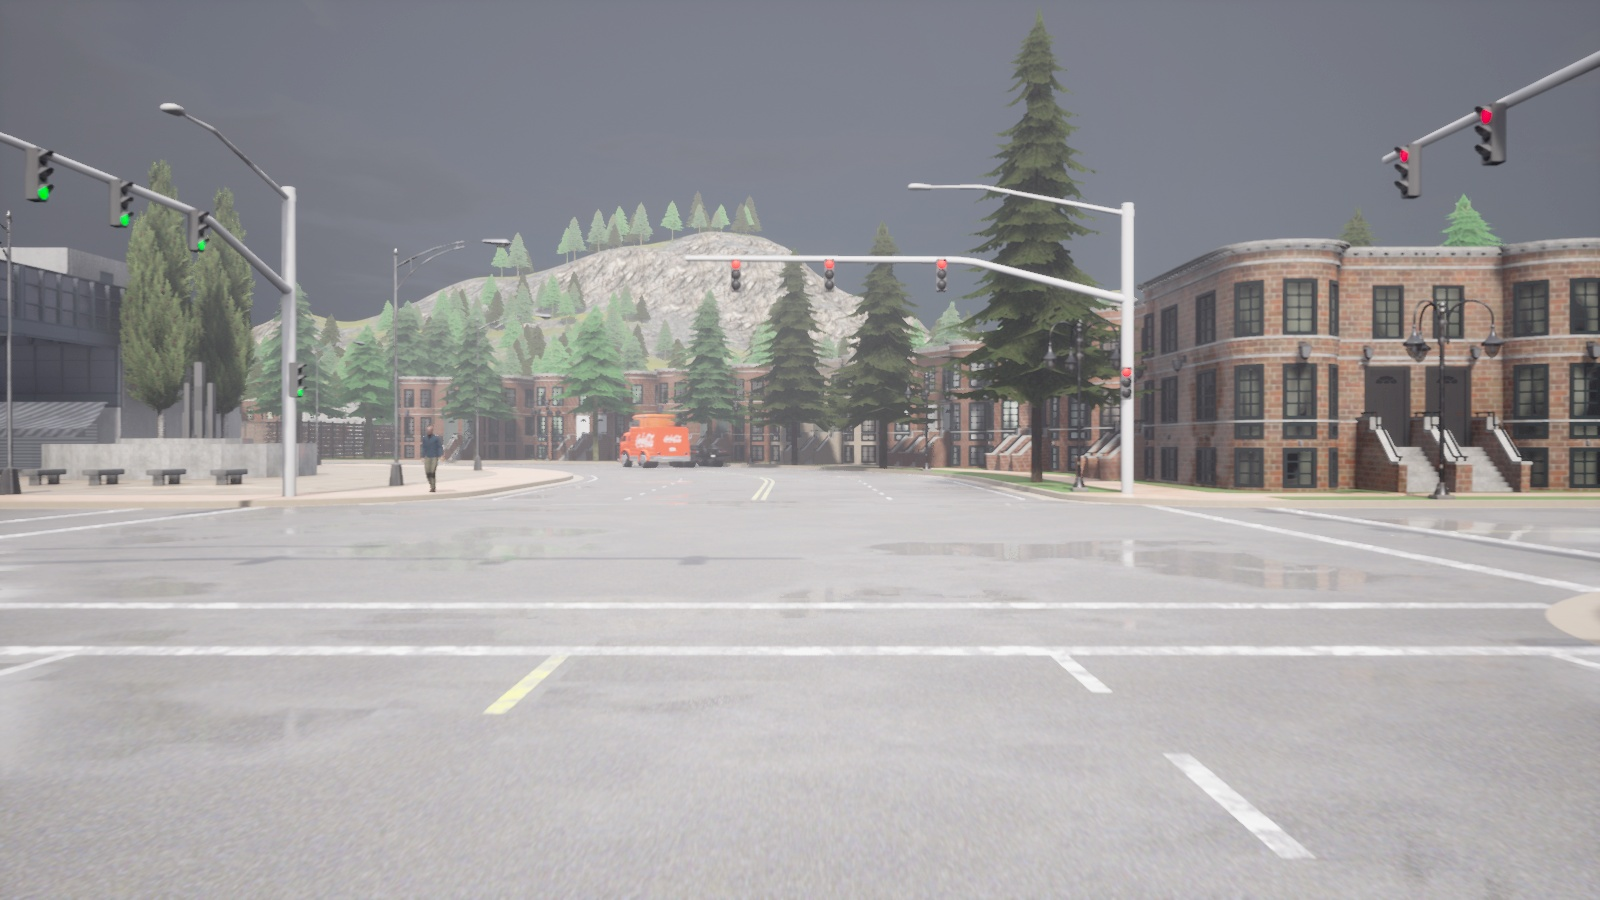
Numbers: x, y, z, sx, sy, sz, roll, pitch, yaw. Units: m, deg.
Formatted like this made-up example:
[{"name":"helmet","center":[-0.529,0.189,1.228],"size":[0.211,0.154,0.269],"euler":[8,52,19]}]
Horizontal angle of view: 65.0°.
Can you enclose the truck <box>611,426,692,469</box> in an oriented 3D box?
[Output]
[{"name":"truck","center":[-8.961,-0.172,75.339],"size":[2.627,2.467,5.204],"euler":[0,0,-36]}]

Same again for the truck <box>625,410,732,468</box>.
[{"name":"truck","center":[-7.782,-0.690,79.511],"size":[2.891,3.462,7.936],"euler":[0,0,-38]}]

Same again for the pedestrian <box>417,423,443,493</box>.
[{"name":"pedestrian","center":[-9.882,0.208,33.549],"size":[0.402,1.842,0.726],"euler":[0,0,8]}]
